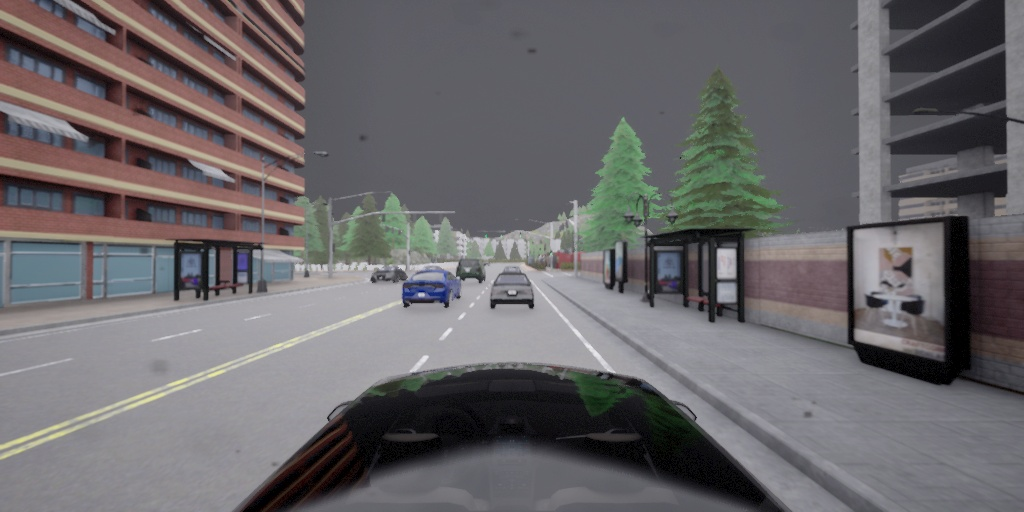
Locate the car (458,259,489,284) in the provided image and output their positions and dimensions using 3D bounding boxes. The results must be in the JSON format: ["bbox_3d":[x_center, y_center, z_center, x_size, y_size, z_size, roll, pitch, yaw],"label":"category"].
[{"bbox_3d":[-3.493,1.242,30.859,2.150,2.045,5.566,0,0,0],"label":"car"}]

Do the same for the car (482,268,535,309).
[{"bbox_3d":[0.005,1.431,15.846,2.033,1.411,5.357,0,-1,0],"label":"car"}]

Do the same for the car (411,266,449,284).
[{"bbox_3d":[-6.994,1.575,31.079,2.033,1.411,5.357,0,-1,0],"label":"car"}]

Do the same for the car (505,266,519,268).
[{"bbox_3d":[0.008,1.573,30.845,2.033,1.411,5.357,0,-1,0],"label":"car"}]

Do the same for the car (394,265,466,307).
[{"bbox_3d":[-3.489,1.366,16.329,1.882,1.535,5.008,0,0,0],"label":"car"}]

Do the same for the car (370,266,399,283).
[{"bbox_3d":[-10.496,1.590,30.737,1.994,1.385,4.181,0,-1,0],"label":"car"}]
